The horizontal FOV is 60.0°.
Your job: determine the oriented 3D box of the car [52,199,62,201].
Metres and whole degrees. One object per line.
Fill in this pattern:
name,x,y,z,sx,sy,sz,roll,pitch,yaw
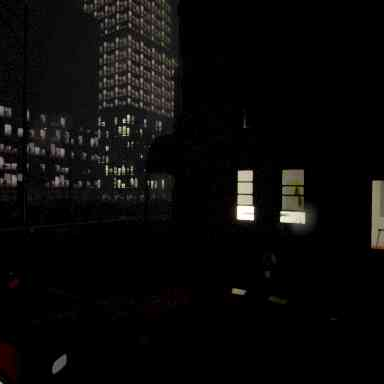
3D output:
car,-15.167,1.474,37.700,1.967,1.590,4.097,1,0,34

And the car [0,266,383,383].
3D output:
car,-0.024,1.544,2.839,4.507,1.381,1.887,0,1,34

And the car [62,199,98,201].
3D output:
car,-11.692,1.579,37.959,2.128,1.511,4.902,1,0,34

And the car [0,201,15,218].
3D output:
car,-17.556,1.543,29.373,1.837,1.490,4.892,1,0,34

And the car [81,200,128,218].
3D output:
car,-8.631,1.731,31.956,1.947,1.339,4.313,1,0,34

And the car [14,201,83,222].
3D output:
car,-11.721,1.690,27.428,2.008,1.369,4.403,1,0,34

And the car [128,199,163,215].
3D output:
car,-5.543,1.773,36.483,1.802,1.307,4.206,1,0,34

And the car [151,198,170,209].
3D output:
car,-5.235,1.633,47.392,2.128,1.511,4.902,1,0,35
